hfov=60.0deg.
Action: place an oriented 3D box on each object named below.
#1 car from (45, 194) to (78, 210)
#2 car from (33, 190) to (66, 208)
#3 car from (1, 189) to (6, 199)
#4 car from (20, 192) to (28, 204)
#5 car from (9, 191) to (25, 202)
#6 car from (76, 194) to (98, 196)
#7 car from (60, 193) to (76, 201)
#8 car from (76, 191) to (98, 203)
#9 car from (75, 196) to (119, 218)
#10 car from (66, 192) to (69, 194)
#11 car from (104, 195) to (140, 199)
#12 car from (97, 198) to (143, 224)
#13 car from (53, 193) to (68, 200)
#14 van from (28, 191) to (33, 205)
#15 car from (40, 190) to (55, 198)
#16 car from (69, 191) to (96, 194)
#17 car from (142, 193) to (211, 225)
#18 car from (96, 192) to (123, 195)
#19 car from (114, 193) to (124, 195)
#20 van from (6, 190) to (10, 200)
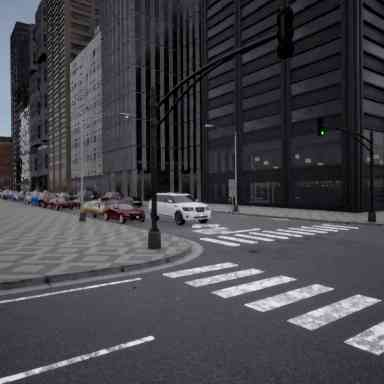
[{"bbox_3d":[-14.851,1.275,37.706,1.887,1.381,4.507,0,1,-36],"label":"car"},{"bbox_3d":[-18.152,0.995,42.258,2.192,1.841,5.009,0,1,-36],"label":"car"},{"bbox_3d":[-37.962,0.663,69.579,2.192,1.841,5.009,0,1,-36],"label":"car"},{"bbox_3d":[-24.757,1.125,51.368,2.008,1.369,4.403,0,1,-36],"label":"car"},{"bbox_3d":[-31.359,0.903,60.474,1.967,1.590,4.097,0,1,-36],"label":"car"},{"bbox_3d":[-12.935,1.258,39.778,1.994,1.385,4.181,-1,1,-35],"label":"car"},{"bbox_3d":[-24.456,0.948,65.476,1.802,1.307,4.206,0,1,-36],"label":"car"},{"bbox_3d":[-17.852,0.793,56.367,2.192,1.841,5.009,0,1,-36],"label":"car"},{"bbox_3d":[-8.148,1.352,28.461,1.752,1.417,4.829,0,1,-36],"label":"car"},{"bbox_3d":[-21.857,0.829,57.332,2.097,1.767,4.553,-1,1,-36],"label":"car"},{"bbox_3d":[-7.045,1.327,31.630,2.033,1.411,5.357,-1,1,-35],"label":"car"},{"bbox_3d":[-4.945,1.416,24.045,1.887,1.381,4.507,0,1,-36],"label":"car"},{"bbox_3d":[-27.757,0.853,70.029,1.887,1.381,4.507,0,1,-36],"label":"car"},{"bbox_3d":[-21.454,0.969,46.812,1.690,1.788,3.998,0,1,-36],"label":"van"},{"bbox_3d":[-34.359,0.508,79.133,2.192,1.841,5.009,0,1,-36],"label":"car"},{"bbox_3d":[-15.678,0.799,48.877,2.150,2.045,5.566,-1,1,-38],"label":"car"},{"bbox_3d":[-1.036,1.085,23.331,2.150,2.045,5.566,-1,1,-36],"label":"car"},{"bbox_3d":[-11.249,0.898,47.260,2.192,1.841,5.009,0,1,-36],"label":"car"},{"bbox_3d":[-7.948,1.199,42.709,1.947,1.339,4.313,0,1,-36],"label":"car"},{"bbox_3d":[-34.660,0.746,65.026,1.690,1.788,3.998,0,1,-36],"label":"van"}]
